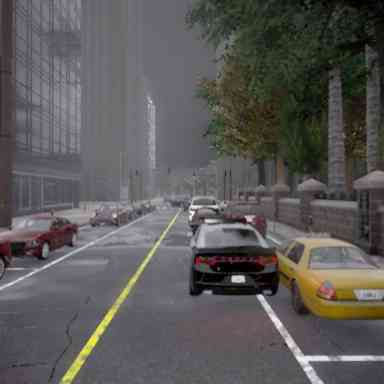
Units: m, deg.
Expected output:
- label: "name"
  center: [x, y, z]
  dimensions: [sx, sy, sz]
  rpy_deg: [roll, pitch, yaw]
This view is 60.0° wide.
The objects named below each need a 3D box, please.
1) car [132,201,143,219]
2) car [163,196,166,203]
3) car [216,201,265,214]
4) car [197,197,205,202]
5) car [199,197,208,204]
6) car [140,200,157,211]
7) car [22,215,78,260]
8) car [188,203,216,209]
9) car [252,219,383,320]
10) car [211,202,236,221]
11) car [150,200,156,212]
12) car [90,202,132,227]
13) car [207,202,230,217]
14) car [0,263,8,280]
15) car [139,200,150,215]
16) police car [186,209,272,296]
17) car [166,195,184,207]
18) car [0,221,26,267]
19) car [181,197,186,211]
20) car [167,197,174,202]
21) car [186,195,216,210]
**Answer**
- label: "car"
  center: [-5.828, 1.711, 29.094]
  dimensions: [2.008, 1.369, 4.403]
  rpy_deg: [0, 0, 0]
- label: "car"
  center: [-5.950, 1.791, 82.873]
  dimensions: [2.192, 1.841, 5.009]
  rpy_deg: [0, 0, 0]
- label: "car"
  center: [2.722, 1.414, 18.204]
  dimensions: [2.192, 1.841, 5.009]
  rpy_deg: [0, 0, 0]
- label: "car"
  center: [2.551, 2.093, 93.765]
  dimensions: [2.008, 1.369, 4.403]
  rpy_deg: [0, 0, 0]
- label: "car"
  center: [2.588, 1.882, 77.454]
  dimensions: [1.967, 1.590, 4.097]
  rpy_deg: [0, 0, 0]
- label: "car"
  center: [-5.865, 1.778, 45.294]
  dimensions: [1.752, 1.417, 4.829]
  rpy_deg: [0, 0, 0]
- label: "car"
  center: [-5.791, 1.614, 12.723]
  dimensions: [1.887, 1.381, 4.507]
  rpy_deg: [0, 0, 0]
- label: "car"
  center: [0.858, 1.609, 18.833]
  dimensions: [1.837, 1.490, 4.892]
  rpy_deg: [0, 0, 0]
- label: "car"
  center: [2.746, 1.565, 7.459]
  dimensions: [1.752, 1.417, 4.829]
  rpy_deg: [0, 0, 0]
- label: "car"
  center: [2.697, 1.686, 29.285]
  dimensions: [1.752, 1.417, 4.829]
  rpy_deg: [0, 0, 0]
- label: "car"
  center: [-5.853, 1.662, 40.008]
  dimensions: [1.967, 1.590, 4.097]
  rpy_deg: [0, 0, 0]
- label: "car"
  center: [-5.816, 1.570, 23.637]
  dimensions: [1.967, 1.590, 4.097]
  rpy_deg: [0, 0, 0]
- label: "car"
  center: [2.685, 1.757, 34.572]
  dimensions: [1.947, 1.339, 4.313]
  rpy_deg: [0, 0, 0]
- label: "car"
  center: [-3.003, 1.534, 1.397]
  dimensions: [1.812, 1.442, 4.674]
  rpy_deg: [0, 0, 0]
- label: "car"
  center: [-5.840, 1.736, 34.551]
  dimensions: [1.887, 1.381, 4.507]
  rpy_deg: [0, 0, 0]
- label: "police car"
  center: [0.880, 1.474, 8.943]
  dimensions: [1.930, 1.638, 5.238]
  rpy_deg: [0, 0, 0]
- label: "car"
  center: [-1.741, 1.657, 54.775]
  dimensions: [2.097, 1.767, 4.553]
  rpy_deg: [1, 0, -38]
- label: "car"
  center: [-5.779, 1.584, 7.266]
  dimensions: [1.887, 1.381, 4.507]
  rpy_deg: [0, 0, 0]
- label: "car"
  center: [-0.098, 1.769, 43.682]
  dimensions: [1.812, 1.442, 4.674]
  rpy_deg: [0, 0, 0]
- label: "car"
  center: [-5.974, 2.124, 93.746]
  dimensions: [1.802, 1.307, 4.206]
  rpy_deg: [0, 0, 0]
- label: "car"
  center: [0.845, 1.361, 24.864]
  dimensions: [2.150, 2.045, 5.566]
  rpy_deg: [0, 0, 0]
